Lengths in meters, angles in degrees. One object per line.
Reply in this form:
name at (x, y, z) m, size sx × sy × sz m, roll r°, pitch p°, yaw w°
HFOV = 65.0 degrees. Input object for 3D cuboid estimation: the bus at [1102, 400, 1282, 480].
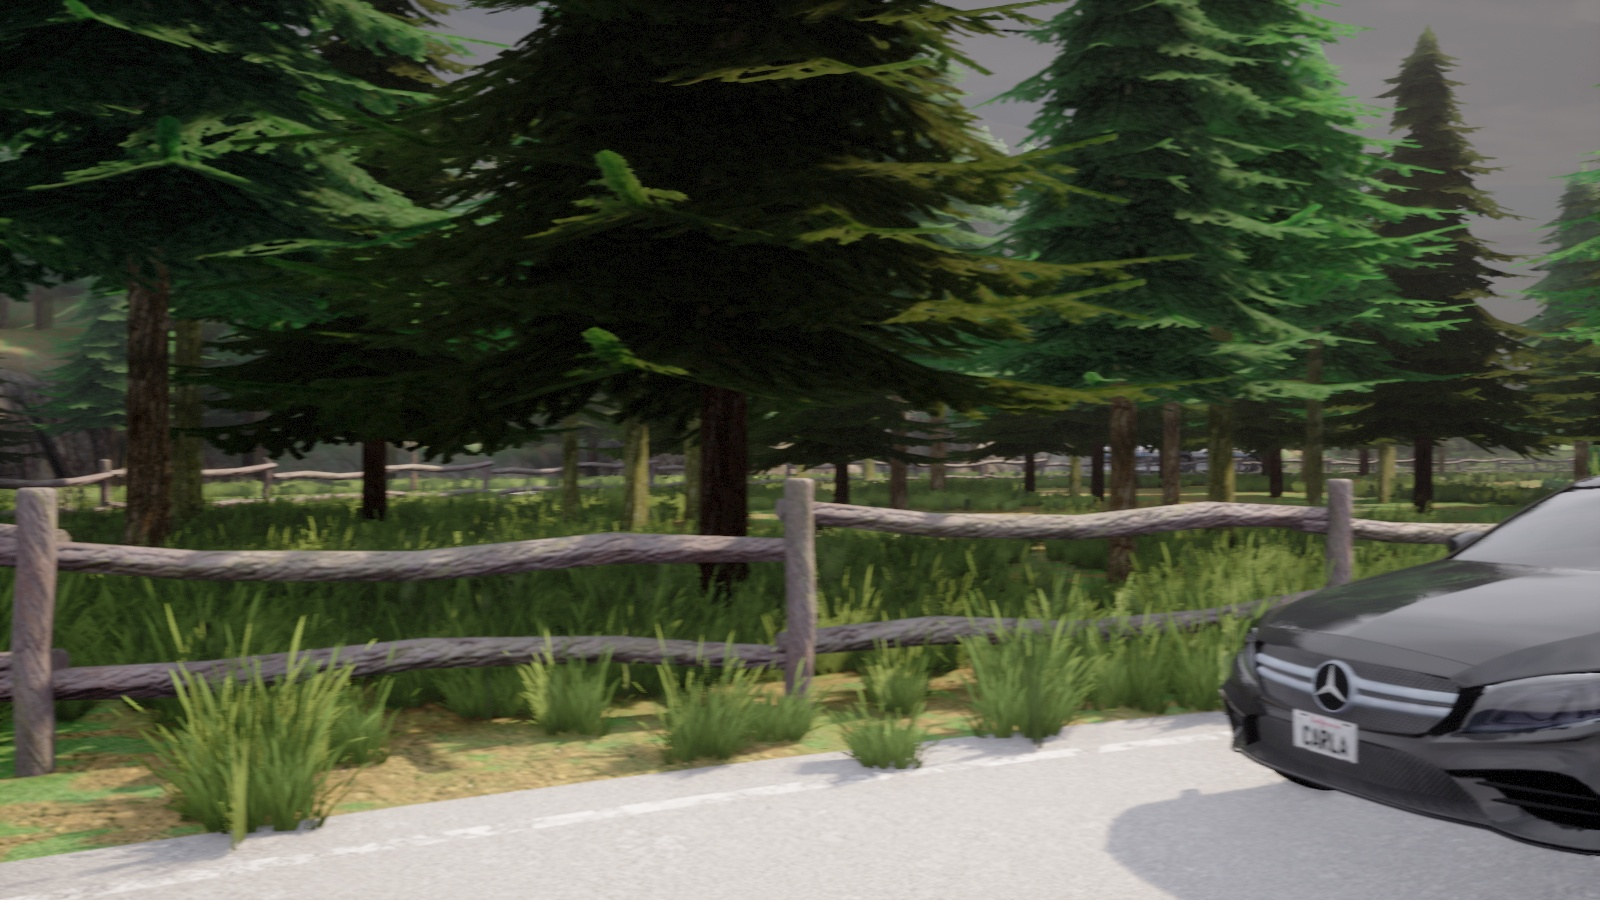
bus at (22.308, -0.535, 71.191) m, size 10.273 × 4.253 × 3.944 m, roll 0°, pitch 0°, yaw -32°

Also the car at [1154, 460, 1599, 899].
car at (4.025, 0.772, 5.447) m, size 4.674 × 1.442 × 1.812 m, roll 0°, pitch 0°, yaw -23°
